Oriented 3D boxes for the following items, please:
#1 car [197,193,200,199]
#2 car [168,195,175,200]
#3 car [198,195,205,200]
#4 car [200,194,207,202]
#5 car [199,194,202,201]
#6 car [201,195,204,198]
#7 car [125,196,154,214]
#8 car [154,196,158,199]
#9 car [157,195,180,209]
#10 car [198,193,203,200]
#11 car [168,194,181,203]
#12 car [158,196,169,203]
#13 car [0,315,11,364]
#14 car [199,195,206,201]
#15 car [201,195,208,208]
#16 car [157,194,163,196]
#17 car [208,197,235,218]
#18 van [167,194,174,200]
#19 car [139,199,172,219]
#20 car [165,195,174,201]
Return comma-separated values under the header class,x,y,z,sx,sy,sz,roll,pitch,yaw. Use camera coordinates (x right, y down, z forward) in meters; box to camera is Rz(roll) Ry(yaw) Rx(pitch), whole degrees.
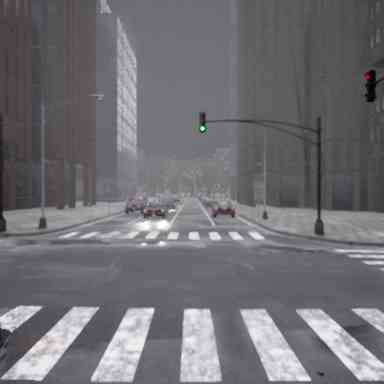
class,x,y,z,sx,sy,sz,roll,pitch,yaw
car,2.738,1.320,79.093,2.192,1.841,5.009,0,0,0
car,-5.791,1.540,95.234,1.752,1.417,4.829,0,0,0
car,2.734,1.558,95.406,1.887,1.381,4.507,0,0,0
car,2.746,1.543,57.343,1.887,1.381,4.507,0,0,0
car,2.744,1.525,62.950,1.752,1.417,4.829,0,0,0
car,2.747,1.542,51.905,1.887,1.381,4.507,0,0,0
car,-5.773,1.311,35.590,2.192,1.841,5.009,0,0,0
car,-5.776,1.579,46.465,1.802,1.307,4.206,0,0,0
car,-3.100,1.544,44.403,2.033,1.411,5.357,0,0,0
car,2.740,1.528,73.825,1.752,1.417,4.829,0,0,0
car,-3.017,1.283,60.738,1.882,1.535,5.008,0,0,0
car,-5.783,1.553,68.216,2.008,1.369,4.403,0,0,0
car,-3.000,1.547,1.472,2.033,1.411,5.357,0,0,0
car,2.735,1.536,90.138,1.752,1.417,4.829,0,0,0
car,2.749,1.547,46.467,2.008,1.369,4.403,0,0,0
car,-5.778,1.523,51.733,1.752,1.417,4.829,0,0,0
car,2.754,1.436,30.155,1.967,1.590,4.097,0,0,0
van,-5.790,1.352,89.966,1.690,1.788,3.998,0,0,0
car,-3.103,1.597,29.212,1.895,1.301,4.718,0,0,0
car,-5.788,1.574,84.528,1.947,1.339,4.313,0,0,0
